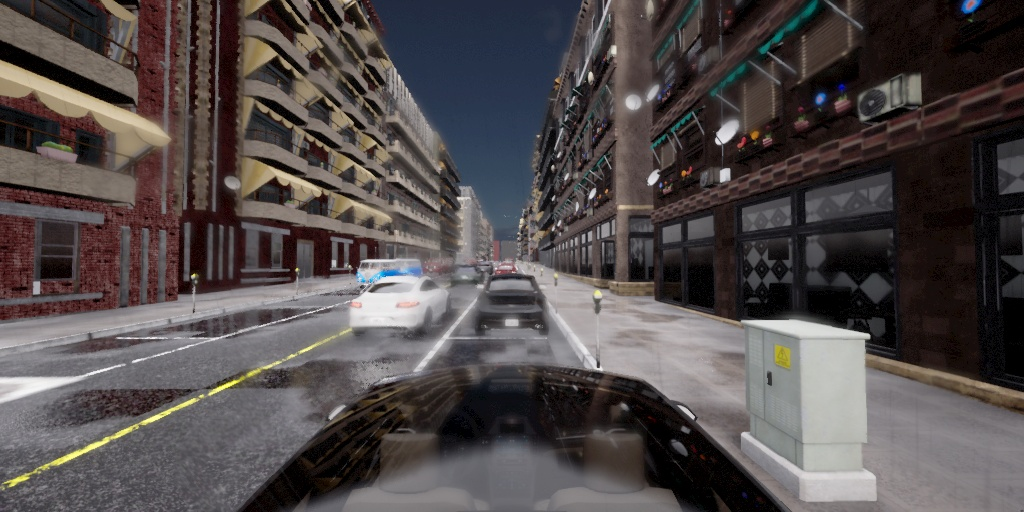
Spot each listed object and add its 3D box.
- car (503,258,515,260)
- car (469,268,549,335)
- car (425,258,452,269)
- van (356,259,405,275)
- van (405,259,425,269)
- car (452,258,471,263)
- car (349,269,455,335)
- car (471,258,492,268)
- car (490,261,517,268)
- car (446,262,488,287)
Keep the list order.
[{"bbox_3d":[-0.445,1.240,39.134,1.967,1.591,4.097,0,0,0],"label":"car"},{"bbox_3d":[0.000,1.259,10.503,1.837,1.490,4.892,0,0,0],"label":"car"},{"bbox_3d":[-8.335,1.115,39.194,2.192,1.841,5.009,0,0,0],"label":"car"},{"bbox_3d":[-8.335,1.108,22.603,1.690,1.789,3.998,0,0,0],"label":"van"},{"bbox_3d":[-8.335,1.118,28.134,1.690,1.789,3.998,0,0,0],"label":"van"},{"bbox_3d":[-5.842,1.308,40.011,1.837,1.490,4.892,0,-1,0],"label":"car"},{"bbox_3d":[-3.021,1.281,10.359,1.812,1.442,4.674,0,0,0],"label":"car"},{"bbox_3d":[-2.950,1.294,39.740,2.128,1.511,4.902,0,0,0],"label":"car"},{"bbox_3d":[-0.452,1.322,28.072,1.888,1.381,4.507,0,0,0],"label":"car"},{"bbox_3d":[-2.952,1.334,24.606,1.994,1.385,4.181,0,0,0],"label":"car"}]
